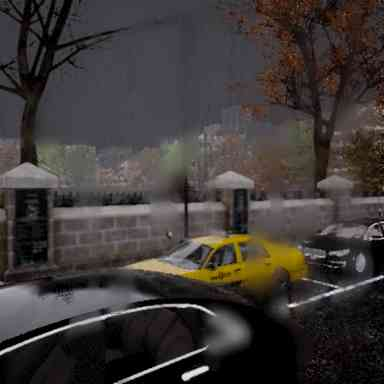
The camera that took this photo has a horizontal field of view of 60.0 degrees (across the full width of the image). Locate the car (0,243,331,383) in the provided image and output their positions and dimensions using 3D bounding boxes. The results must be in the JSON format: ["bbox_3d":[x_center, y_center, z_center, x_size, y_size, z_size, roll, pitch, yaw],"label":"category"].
[{"bbox_3d":[-1.225,1.503,2.504,4.892,1.490,1.837,0,0,-36],"label":"car"}]

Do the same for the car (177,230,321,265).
[{"bbox_3d":[0.382,1.504,6.836,4.829,1.417,1.752,0,0,-36],"label":"car"}]

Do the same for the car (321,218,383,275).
[{"bbox_3d":[5.027,1.501,10.149,4.403,1.369,2.008,0,0,-35],"label":"car"}]
